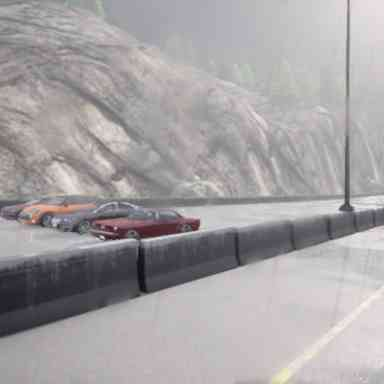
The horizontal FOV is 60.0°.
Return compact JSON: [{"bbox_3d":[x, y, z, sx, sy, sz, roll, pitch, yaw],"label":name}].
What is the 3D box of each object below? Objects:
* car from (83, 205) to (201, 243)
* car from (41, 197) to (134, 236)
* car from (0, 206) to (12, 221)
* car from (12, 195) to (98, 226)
[{"bbox_3d":[-1.816,1.368,13.918,1.895,1.301,4.718,2,1,42],"label":"car"},{"bbox_3d":[-4.350,1.181,16.327,2.128,1.511,4.902,2,1,42],"label":"car"},{"bbox_3d":[-9.478,1.058,21.092,1.812,1.442,4.674,2,1,42],"label":"car"},{"bbox_3d":[-7.053,0.962,18.551,2.097,1.767,4.553,2,1,42],"label":"car"}]
